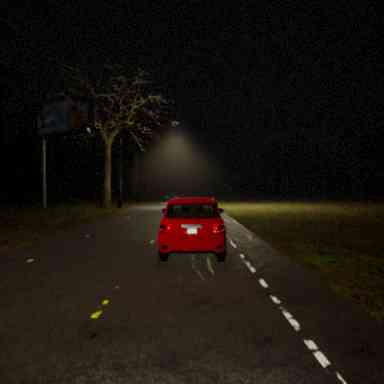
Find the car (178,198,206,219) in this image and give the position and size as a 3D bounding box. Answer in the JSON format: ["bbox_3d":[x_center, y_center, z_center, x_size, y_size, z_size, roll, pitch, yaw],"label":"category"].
[{"bbox_3d":[0.029,1.352,28.449,2.128,1.511,4.902,0,1,0],"label":"car"}]

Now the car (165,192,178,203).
[{"bbox_3d":[-3.588,0.949,58.832,2.097,1.767,4.553,0,1,0],"label":"car"}]

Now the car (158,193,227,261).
[{"bbox_3d":[0.029,1.200,12.334,2.150,2.045,5.566,0,1,1],"label":"car"}]
